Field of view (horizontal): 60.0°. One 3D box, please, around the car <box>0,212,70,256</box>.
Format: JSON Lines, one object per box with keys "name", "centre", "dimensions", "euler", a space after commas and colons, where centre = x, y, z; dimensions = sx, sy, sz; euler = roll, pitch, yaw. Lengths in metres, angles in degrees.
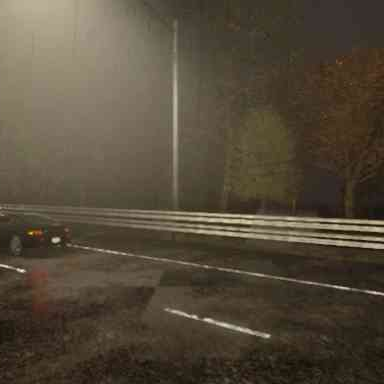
{"name": "car", "centre": [-6.684, 1.529, 13.108], "dimensions": [4.674, 1.442, 1.812], "euler": [0, 0, 36]}
